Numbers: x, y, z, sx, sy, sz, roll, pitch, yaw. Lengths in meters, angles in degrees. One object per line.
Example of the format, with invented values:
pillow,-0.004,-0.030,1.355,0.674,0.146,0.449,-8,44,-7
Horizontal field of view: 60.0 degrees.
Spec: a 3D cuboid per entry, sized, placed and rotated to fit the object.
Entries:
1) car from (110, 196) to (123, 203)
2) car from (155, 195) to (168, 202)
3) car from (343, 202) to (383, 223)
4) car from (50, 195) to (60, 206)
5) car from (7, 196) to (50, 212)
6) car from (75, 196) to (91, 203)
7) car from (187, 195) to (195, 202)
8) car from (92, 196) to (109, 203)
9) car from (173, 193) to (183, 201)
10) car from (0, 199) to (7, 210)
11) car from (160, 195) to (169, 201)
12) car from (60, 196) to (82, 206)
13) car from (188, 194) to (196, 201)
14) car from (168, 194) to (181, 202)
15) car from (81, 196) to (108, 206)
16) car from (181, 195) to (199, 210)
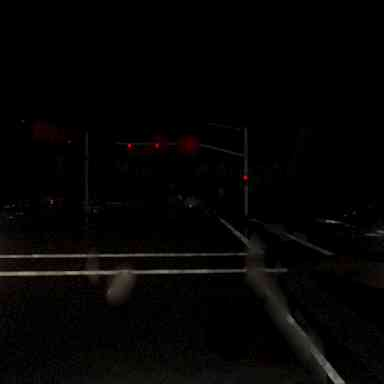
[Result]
car,-15.260,1.528,67.728,1.994,1.385,4.181,0,0,0
car,-7.246,1.509,74.410,2.033,1.411,5.357,0,0,1
car,13.949,1.517,25.149,4.674,1.442,1.812,0,0,1
car,-22.284,1.333,52.982,2.097,1.767,4.553,0,0,0
car,-18.740,1.463,38.419,1.882,1.535,5.008,0,0,0
car,-22.259,1.527,67.973,1.994,1.385,4.181,0,0,0
car,-0.246,1.494,74.433,1.812,1.442,4.674,0,0,1
car,-18.763,1.514,68.693,2.033,1.411,5.357,0,0,0
car,-3.568,1.265,84.663,2.097,1.767,4.553,0,0,1
car,-22.246,1.533,38.239,2.033,1.411,5.357,0,0,0
car,-7.067,1.434,84.771,1.812,1.442,4.674,0,0,1
car,-18.789,1.527,53.380,2.033,1.411,5.357,0,0,0
car,-0.069,1.388,84.614,1.882,1.535,5.008,0,0,1
car,-3.744,1.523,74.834,1.994,1.385,4.181,0,0,1
car,-15.288,1.471,52.612,2.128,1.511,4.902,0,0,0
car,-0.167,1.510,43.416,1.812,1.442,4.674,0,0,0
